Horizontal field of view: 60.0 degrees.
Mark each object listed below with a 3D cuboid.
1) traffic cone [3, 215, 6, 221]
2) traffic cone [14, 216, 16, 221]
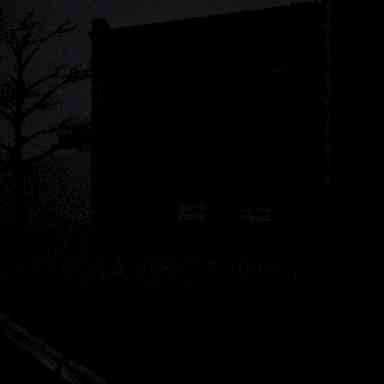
[{"bbox_3d":[-18.729,2.628,33.170,0.340,0.580,0.340,0,-1,-11],"label":"traffic cone"},{"bbox_3d":[-17.747,2.634,33.358,0.340,0.580,0.340,0,-1,-11],"label":"traffic cone"}]
